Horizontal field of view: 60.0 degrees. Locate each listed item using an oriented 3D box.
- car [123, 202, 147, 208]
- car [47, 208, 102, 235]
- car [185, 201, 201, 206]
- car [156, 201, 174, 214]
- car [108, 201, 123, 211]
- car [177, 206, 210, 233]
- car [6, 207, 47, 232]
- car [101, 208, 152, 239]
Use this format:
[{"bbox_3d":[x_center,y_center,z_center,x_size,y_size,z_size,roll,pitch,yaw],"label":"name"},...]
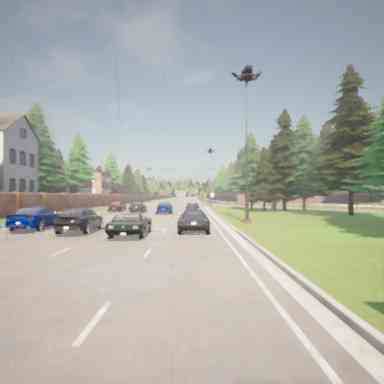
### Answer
[{"bbox_3d":[-6.932,1.972,42.846,2.128,1.511,4.902,0,-1,1],"label":"car"},{"bbox_3d":[-6.894,1.737,20.634,1.837,1.490,4.892,0,0,0],"label":"car"},{"bbox_3d":[0.073,1.988,44.337,2.128,1.511,4.902,0,0,0],"label":"car"},{"bbox_3d":[-3.433,1.955,42.694,1.882,1.535,5.008,0,0,1],"label":"car"},{"bbox_3d":[-10.411,2.046,46.523,1.812,1.442,4.674,0,-1,0],"label":"car"},{"bbox_3d":[0.108,1.803,21.278,1.994,1.385,4.181,0,-1,0],"label":"car"},{"bbox_3d":[-10.392,1.729,22.337,1.882,1.535,5.008,0,0,0],"label":"car"},{"bbox_3d":[-3.393,1.811,18.672,1.895,1.301,4.718,0,-1,0],"label":"car"}]
